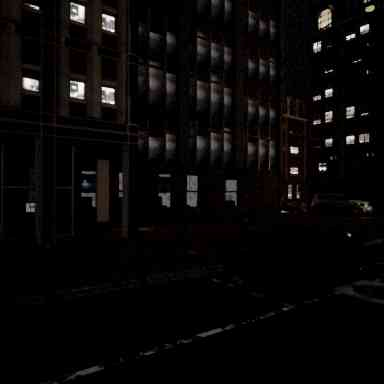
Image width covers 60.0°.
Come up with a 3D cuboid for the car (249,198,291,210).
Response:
[{"bbox_3d":[10.201,1.506,43.832,2.033,1.411,5.357,0,0,-36],"label":"car"}]

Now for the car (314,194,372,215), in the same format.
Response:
[{"bbox_3d":[14.427,1.184,32.445,2.150,2.045,5.566,0,0,-36],"label":"car"}]

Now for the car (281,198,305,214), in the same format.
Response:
[{"bbox_3d":[9.651,1.466,34.662,1.752,1.417,4.829,0,0,-36],"label":"car"}]

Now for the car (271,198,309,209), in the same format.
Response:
[{"bbox_3d":[12.960,1.498,44.425,1.752,1.417,4.829,0,0,-36],"label":"car"}]

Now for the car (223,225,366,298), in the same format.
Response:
[{"bbox_3d":[2.775,1.567,8.537,4.313,1.339,1.947,0,0,-36],"label":"car"}]

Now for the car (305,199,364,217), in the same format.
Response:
[{"bbox_3d":[12.852,1.533,30.199,1.802,1.307,4.206,0,0,-36],"label":"car"}]
